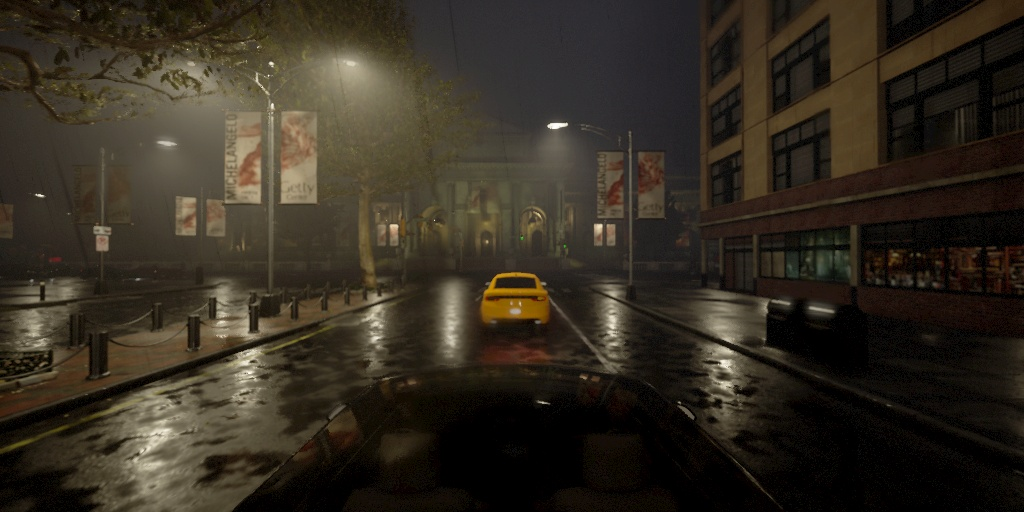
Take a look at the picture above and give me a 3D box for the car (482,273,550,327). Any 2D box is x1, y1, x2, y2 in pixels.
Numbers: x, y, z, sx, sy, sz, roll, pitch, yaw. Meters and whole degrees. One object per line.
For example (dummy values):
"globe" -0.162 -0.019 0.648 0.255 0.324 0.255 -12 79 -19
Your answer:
"car" 0.132 1.292 11.768 1.882 1.535 5.008 0 0 1

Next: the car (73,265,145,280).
"car" -38.544 1.520 34.358 4.181 1.385 1.994 0 0 0

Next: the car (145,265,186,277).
"car" -37.439 1.580 37.856 4.718 1.301 1.895 0 0 0

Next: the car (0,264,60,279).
"car" -47.113 1.482 34.388 4.674 1.442 1.812 0 0 0

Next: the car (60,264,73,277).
"car" -47.044 1.526 37.902 5.357 1.411 2.033 0 0 0
